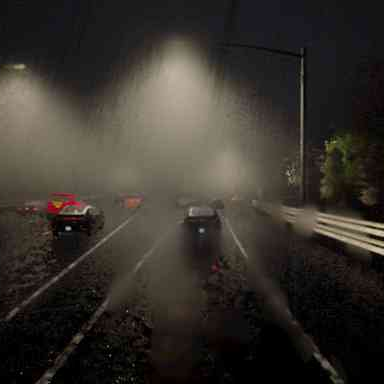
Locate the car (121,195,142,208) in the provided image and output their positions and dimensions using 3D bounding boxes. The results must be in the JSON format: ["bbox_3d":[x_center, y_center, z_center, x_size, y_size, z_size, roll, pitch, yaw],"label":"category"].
[{"bbox_3d":[-8.282,1.285,47.042,2.097,1.767,4.553,0,0,-5],"label":"car"}]

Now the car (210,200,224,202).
[{"bbox_3d":[3.500,1.739,46.690,1.994,1.385,4.181,0,0,9],"label":"car"}]

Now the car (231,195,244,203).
[{"bbox_3d":[11.071,1.870,83.449,1.882,1.535,5.008,0,0,16],"label":"car"}]

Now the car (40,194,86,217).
[{"bbox_3d":[-10.184,1.143,27.343,2.150,2.045,5.566,0,0,-5],"label":"car"}]

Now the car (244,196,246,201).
[{"bbox_3d":[13.937,1.668,93.351,2.097,1.767,4.553,0,0,18],"label":"car"}]

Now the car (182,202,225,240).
[{"bbox_3d":[0.548,1.504,17.113,2.128,1.511,4.902,1,0,3],"label":"car"}]

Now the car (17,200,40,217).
[{"bbox_3d":[-13.930,1.440,30.158,2.033,1.411,5.357,0,0,-5],"label":"car"}]

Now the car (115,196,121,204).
[{"bbox_3d":[-12.907,1.389,60.664,2.128,1.511,4.902,0,0,-5],"label":"car"}]

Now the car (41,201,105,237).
[{"bbox_3d":[-5.887,1.447,17.691,2.128,1.511,4.902,0,0,-5],"label":"car"}]
